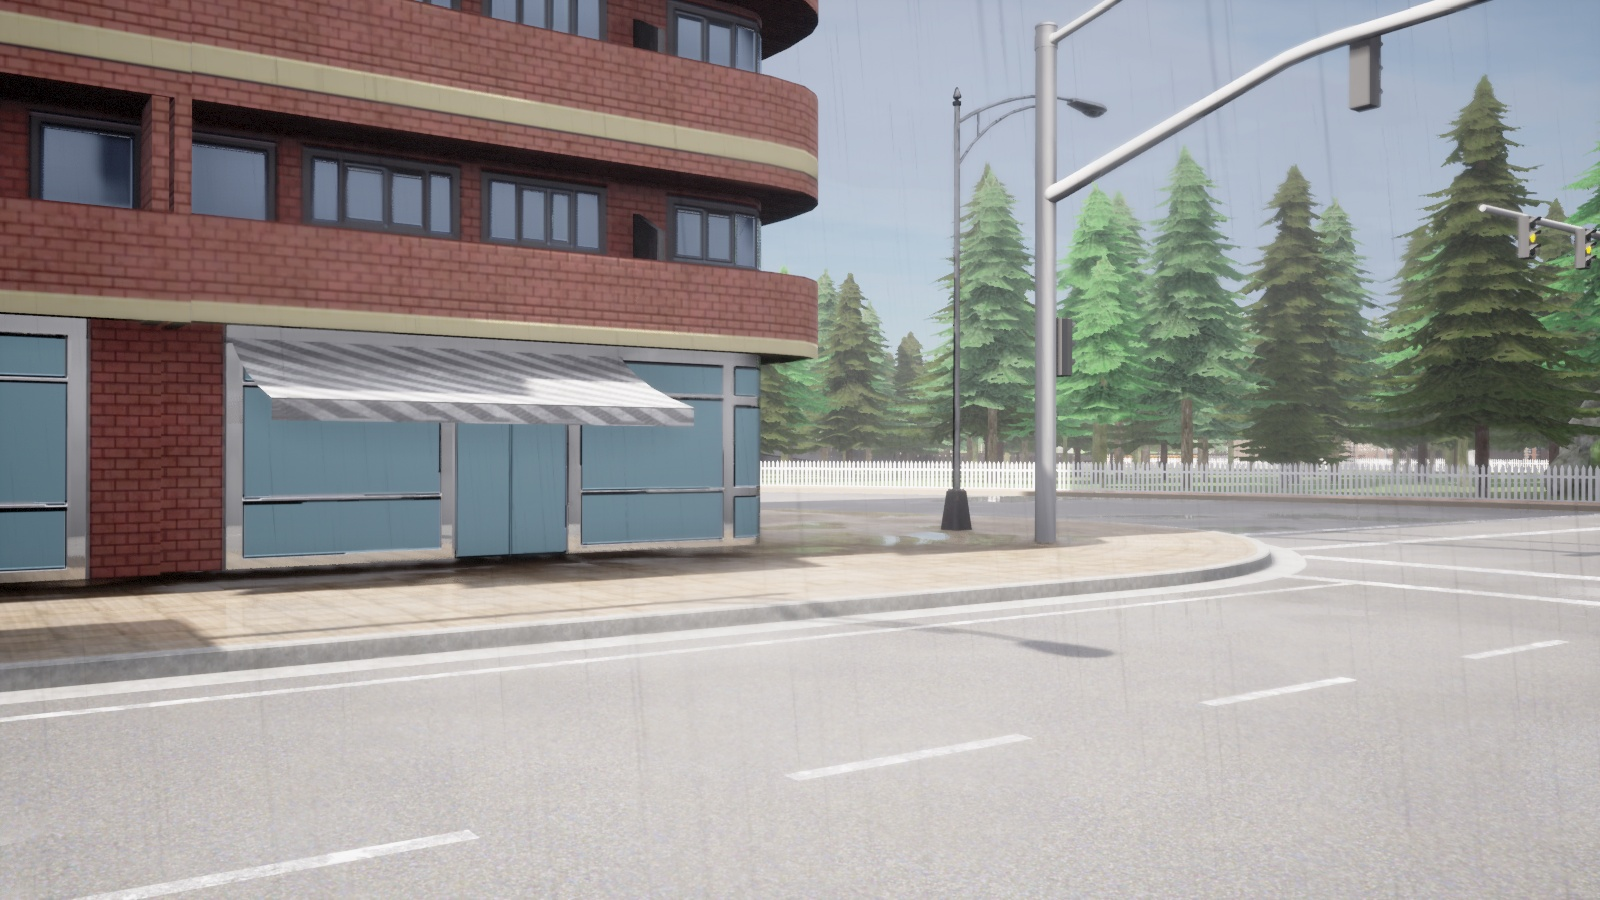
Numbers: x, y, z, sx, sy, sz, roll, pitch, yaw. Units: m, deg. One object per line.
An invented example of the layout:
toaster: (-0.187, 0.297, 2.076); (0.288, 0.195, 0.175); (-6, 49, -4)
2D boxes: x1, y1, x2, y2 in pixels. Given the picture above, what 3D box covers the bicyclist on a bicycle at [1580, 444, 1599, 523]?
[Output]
bicyclist on a bicycle: (16.907, 0.684, 25.545); (0.582, 1.620, 1.656); (0, 1, -36)
